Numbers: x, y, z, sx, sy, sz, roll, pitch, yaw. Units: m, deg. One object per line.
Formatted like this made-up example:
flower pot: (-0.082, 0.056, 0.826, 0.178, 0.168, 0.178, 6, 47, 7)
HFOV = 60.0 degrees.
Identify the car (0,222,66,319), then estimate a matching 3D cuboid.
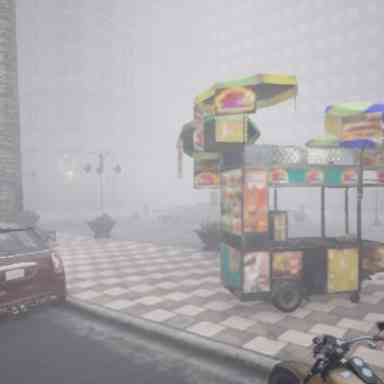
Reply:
car: (-4.606, 1.365, 6.663, 4.553, 1.767, 2.185, 0, 0, 36)
